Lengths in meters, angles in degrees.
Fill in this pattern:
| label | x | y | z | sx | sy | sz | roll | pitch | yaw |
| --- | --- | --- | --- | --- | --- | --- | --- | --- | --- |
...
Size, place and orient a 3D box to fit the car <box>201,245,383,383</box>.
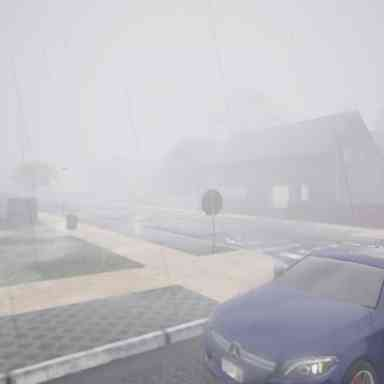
| label | x | y | z | sx | sy | sz | roll | pitch | yaw |
| --- | --- | --- | --- | --- | --- | --- | --- | --- | --- |
| car | 2.304 | 1.561 | 4.714 | 4.674 | 1.442 | 1.812 | 1 | 0 | -36 |
